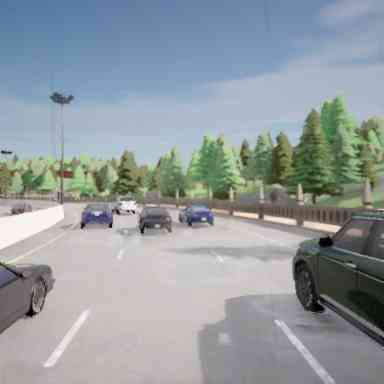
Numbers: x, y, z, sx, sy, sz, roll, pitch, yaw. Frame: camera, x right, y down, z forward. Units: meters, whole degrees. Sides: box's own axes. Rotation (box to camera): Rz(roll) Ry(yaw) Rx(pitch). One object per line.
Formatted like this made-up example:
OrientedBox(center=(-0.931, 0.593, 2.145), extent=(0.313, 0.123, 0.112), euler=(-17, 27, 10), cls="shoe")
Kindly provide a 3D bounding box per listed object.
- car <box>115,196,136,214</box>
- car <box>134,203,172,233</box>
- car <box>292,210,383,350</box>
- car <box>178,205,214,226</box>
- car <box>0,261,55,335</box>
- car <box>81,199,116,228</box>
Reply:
OrientedBox(center=(-8.043, 1.488, 38.929), extent=(2.150, 2.045, 5.566), euler=(0, 0, -22), cls="car")
OrientedBox(center=(-2.420, 1.643, 20.811), extent=(1.837, 1.490, 4.892), euler=(0, 0, -12), cls="car")
OrientedBox(center=(3.306, 1.246, 4.694), extent=(2.150, 2.045, 5.566), euler=(0, 0, -3), cls="car")
OrientedBox(center=(0.253, 1.684, 24.628), extent=(1.812, 1.442, 4.674), euler=(0, 0, -14), cls="car")
OrientedBox(center=(-3.650, 1.584, 4.512), extent=(2.033, 1.411, 5.357), euler=(0, 0, -4), cls="car")
OrientedBox(center=(-6.814, 1.519, 24.069), extent=(2.097, 1.767, 4.553), euler=(0, 0, -14), cls="car")
